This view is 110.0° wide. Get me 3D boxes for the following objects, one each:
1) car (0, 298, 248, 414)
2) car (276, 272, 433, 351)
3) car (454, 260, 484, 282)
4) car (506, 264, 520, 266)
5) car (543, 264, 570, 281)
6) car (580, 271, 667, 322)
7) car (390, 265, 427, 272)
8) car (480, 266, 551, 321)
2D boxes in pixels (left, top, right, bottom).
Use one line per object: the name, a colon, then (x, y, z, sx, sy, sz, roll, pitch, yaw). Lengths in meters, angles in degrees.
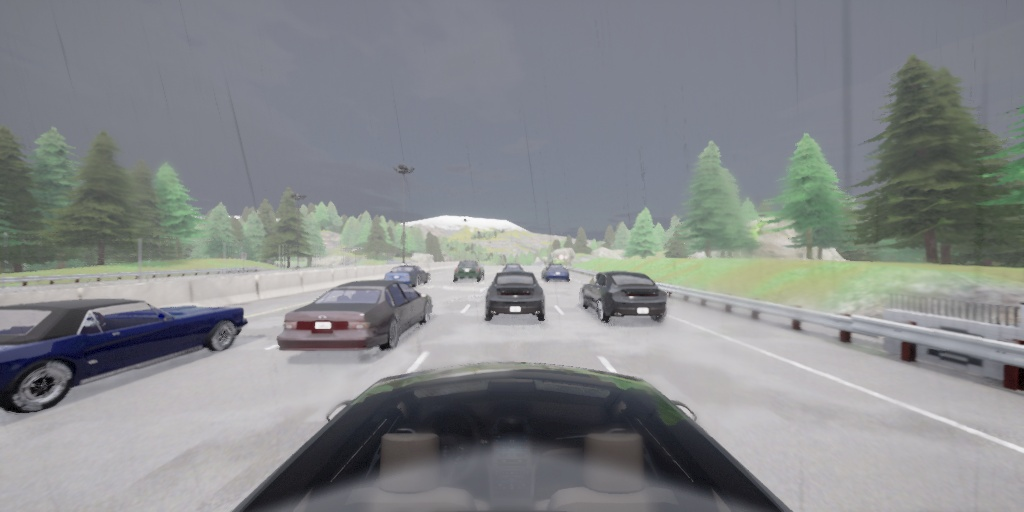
car: (-6.901, 1.353, 5.955, 1.895, 1.301, 4.718, 0, 0, 0)
car: (-3.402, 1.302, 8.963, 2.033, 1.411, 5.357, 0, 0, 0)
car: (-3.407, 1.122, 29.167, 2.097, 1.767, 4.553, 0, 0, 0)
car: (0.093, 1.334, 30.196, 1.994, 1.385, 4.181, 0, 0, 0)
car: (3.592, 1.331, 30.087, 1.994, 1.385, 4.181, 0, 0, 0)
car: (3.598, 1.262, 12.279, 1.837, 1.490, 4.892, 0, 0, 0)
car: (-6.905, 1.313, 23.955, 2.033, 1.411, 5.357, 0, 0, 0)
car: (0.097, 1.262, 12.561, 1.837, 1.490, 4.892, 0, 0, 0)
